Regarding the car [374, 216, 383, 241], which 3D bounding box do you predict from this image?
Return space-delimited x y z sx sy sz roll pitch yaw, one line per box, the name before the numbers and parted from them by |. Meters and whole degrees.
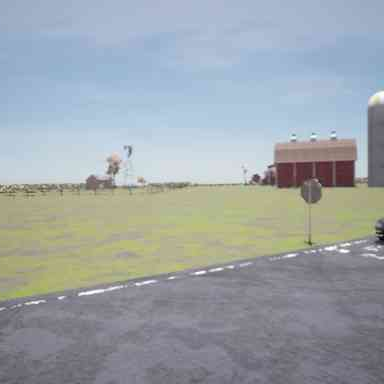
car | 8.729 1.029 12.491 4.892 1.490 1.837 -2 1 -36
